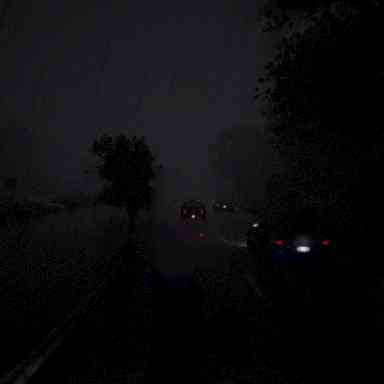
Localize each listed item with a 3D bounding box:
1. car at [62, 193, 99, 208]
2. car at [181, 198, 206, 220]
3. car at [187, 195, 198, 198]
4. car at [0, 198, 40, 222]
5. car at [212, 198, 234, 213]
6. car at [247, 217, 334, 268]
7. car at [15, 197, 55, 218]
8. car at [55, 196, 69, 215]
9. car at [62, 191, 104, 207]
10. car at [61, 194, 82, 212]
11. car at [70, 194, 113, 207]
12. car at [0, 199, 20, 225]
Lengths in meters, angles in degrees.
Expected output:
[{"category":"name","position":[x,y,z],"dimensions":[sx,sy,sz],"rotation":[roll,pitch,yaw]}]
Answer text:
[{"category":"car","position":[-13.790,1.201,39.019],"dimensions":[4.792,1.488,2.163],"rotation":[-1,1,-20]},{"category":"car","position":[0.100,1.459,26.534],"dimensions":[1.895,1.301,4.718],"rotation":[0,1,0]},{"category":"car","position":[0.100,1.151,42.971],"dimensions":[1.812,1.442,4.674],"rotation":[0,1,0]},{"category":"car","position":[-13.828,1.422,24.003],"dimensions":[4.674,1.452,2.002],"rotation":[-1,0,-20]},{"category":"car","position":[3.100,1.326,33.563],"dimensions":[1.994,1.385,4.181],"rotation":[0,1,0]},{"category":"car","position":[3.100,1.549,11.262],"dimensions":[1.994,1.385,4.181],"rotation":[0,0,0]},{"category":"car","position":[-13.856,1.218,26.990],"dimensions":[4.553,1.767,2.185],"rotation":[-1,1,-20]},{"category":"car","position":[-13.824,1.344,30.002],"dimensions":[4.674,1.452,2.002],"rotation":[-1,1,-20]},{"category":"car","position":[-13.794,0.878,42.018],"dimensions":[5.566,2.045,2.435],"rotation":[-1,1,-20]},{"category":"car","position":[-13.813,1.261,33.002],"dimensions":[5.008,1.535,2.097],"rotation":[-1,1,-20]},{"category":"car","position":[-13.638,1.082,45.073],"dimensions":[5.366,1.575,1.946],"rotation":[-1,1,-20]},{"category":"car","position":[-13.853,1.439,20.978],"dimensions":[4.792,1.488,2.163],"rotation":[-1,1,-20]}]
